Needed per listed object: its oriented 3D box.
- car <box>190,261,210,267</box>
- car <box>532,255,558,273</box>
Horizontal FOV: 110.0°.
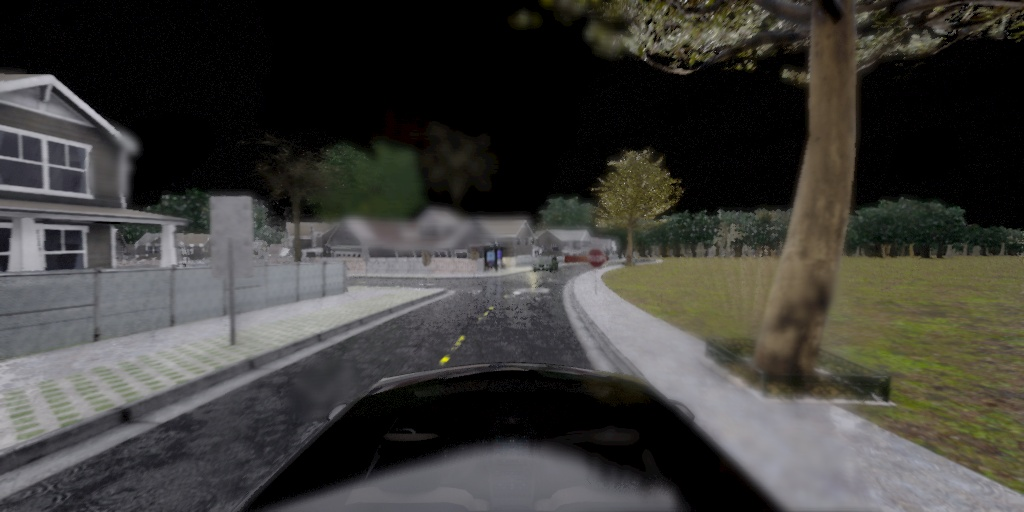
[{"bbox_3d":[-41.729,1.461,47.935,1.812,1.442,4.674,-2,1,-42],"label":"car"},{"bbox_3d":[4.045,0.964,42.493,2.150,2.045,5.566,1,2,18],"label":"car"}]
